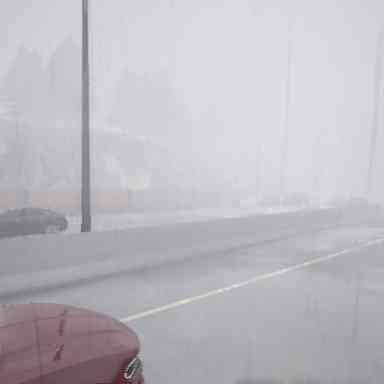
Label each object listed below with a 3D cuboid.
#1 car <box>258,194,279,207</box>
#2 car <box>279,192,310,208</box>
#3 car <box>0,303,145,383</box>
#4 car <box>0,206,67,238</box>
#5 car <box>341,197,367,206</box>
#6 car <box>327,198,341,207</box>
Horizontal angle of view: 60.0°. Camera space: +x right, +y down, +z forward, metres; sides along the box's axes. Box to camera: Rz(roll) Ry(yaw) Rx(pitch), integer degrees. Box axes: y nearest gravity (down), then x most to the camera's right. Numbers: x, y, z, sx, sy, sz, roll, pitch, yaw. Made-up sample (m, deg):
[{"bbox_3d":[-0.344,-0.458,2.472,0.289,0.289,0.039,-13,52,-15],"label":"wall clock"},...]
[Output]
[{"bbox_3d":[11.093,1.191,47.045,2.097,1.767,4.553,0,0,38],"label":"car"},{"bbox_3d":[14.295,1.057,45.443,2.150,2.045,5.566,0,0,37],"label":"car"},{"bbox_3d":[-2.618,1.482,1.986,5.008,1.535,1.882,-1,1,-43],"label":"car"},{"bbox_3d":[-8.521,1.492,15.877,4.892,1.490,1.837,-1,1,-43],"label":"car"},{"bbox_3d":[21.319,1.362,43.117,2.033,1.411,5.357,0,0,37],"label":"car"},{"bbox_3d":[21.185,1.468,48.782,1.895,1.301,4.718,0,0,35],"label":"car"}]
